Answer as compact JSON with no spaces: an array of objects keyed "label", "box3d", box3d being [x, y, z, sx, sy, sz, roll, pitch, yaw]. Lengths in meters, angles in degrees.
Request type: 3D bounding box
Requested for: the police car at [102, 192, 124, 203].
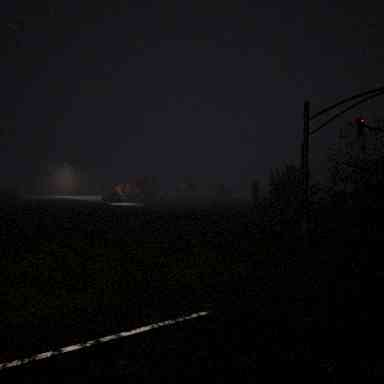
[{"label":"police car","box3d":[-11.831,0.822,49.772,2.038,1.542,4.974,1,0,-32]}]
